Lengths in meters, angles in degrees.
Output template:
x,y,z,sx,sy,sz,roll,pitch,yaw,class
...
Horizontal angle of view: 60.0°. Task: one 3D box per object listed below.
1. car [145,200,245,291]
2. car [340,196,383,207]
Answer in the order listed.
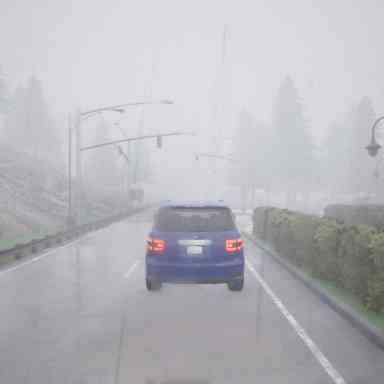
x,y,z,sx,sy,sz,roll,pitch,yaw,class
0.074,1.221,9.144,2.150,2.045,5.566,0,0,0,car
16.140,1.384,30.761,5.566,2.045,2.150,0,0,0,car
